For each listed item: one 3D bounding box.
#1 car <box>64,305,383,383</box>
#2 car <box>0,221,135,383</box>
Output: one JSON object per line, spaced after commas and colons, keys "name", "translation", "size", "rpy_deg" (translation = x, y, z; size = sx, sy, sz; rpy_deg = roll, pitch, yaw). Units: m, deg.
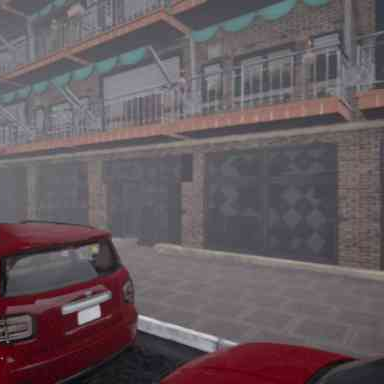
{"name": "car", "translation": [1.619, 1.539, 1.515], "size": [4.507, 1.381, 1.887], "rpy_deg": [-1, 0, 35]}
{"name": "car", "translation": [-2.997, 1.363, 4.800], "size": [5.009, 1.841, 2.192], "rpy_deg": [-1, 0, 35]}
